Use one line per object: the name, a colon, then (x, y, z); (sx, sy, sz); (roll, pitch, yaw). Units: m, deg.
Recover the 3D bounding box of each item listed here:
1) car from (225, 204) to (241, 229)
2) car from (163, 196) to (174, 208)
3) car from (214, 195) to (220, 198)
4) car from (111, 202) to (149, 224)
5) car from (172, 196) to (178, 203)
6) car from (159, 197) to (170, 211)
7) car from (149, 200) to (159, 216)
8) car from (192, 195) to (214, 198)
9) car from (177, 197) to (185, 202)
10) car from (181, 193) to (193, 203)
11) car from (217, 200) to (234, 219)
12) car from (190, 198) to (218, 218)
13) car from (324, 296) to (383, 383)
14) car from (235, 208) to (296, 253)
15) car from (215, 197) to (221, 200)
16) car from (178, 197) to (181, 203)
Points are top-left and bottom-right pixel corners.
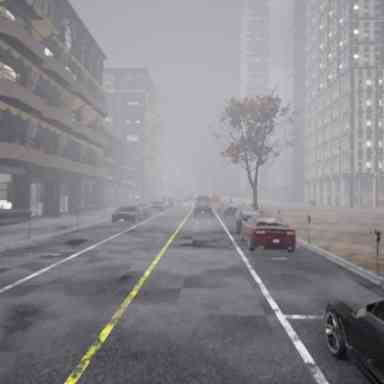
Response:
car: (3.312, 1.678, 19.806); (2.008, 1.369, 4.403); (1, 0, 2)
car: (-4.127, 1.697, 47.753); (1.752, 1.417, 4.829); (2, 0, 2)
car: (4.572, 1.583, 66.063); (2.150, 2.045, 5.566); (1, 0, 2)
car: (-4.875, 1.628, 25.658); (1.947, 1.339, 4.313); (2, 0, 2)
car: (-3.927, 1.516, 53.491); (2.192, 1.841, 5.009); (2, 0, 2)
car: (-4.310, 1.710, 42.357); (1.947, 1.339, 4.313); (2, 0, 2)
car: (-4.687, 1.640, 31.224); (2.008, 1.369, 4.403); (2, 0, 2)
car: (1.595, 1.457, 47.362); (2.150, 2.045, 5.566); (1, 0, 2)
car: (-2.804, 1.939, 86.888); (1.947, 1.339, 4.313); (2, 0, 2)
car: (-0.546, 1.351, 74.193); (2.150, 2.045, 5.566); (1, 0, 2)
car: (3.688, 1.732, 30.939); (2.008, 1.369, 4.403); (1, 0, 2)
car: (1.110, 1.653, 32.812); (2.128, 1.511, 4.902); (1, 0, 2)
car: (2.746, 1.614, 3.108); (1.947, 1.339, 4.313); (1, 0, 2)
car: (3.123, 1.645, 14.239); (1.887, 1.381, 4.507); (1, 0, 2)
car: (4.071, 1.763, 42.243); (1.752, 1.417, 4.829); (1, 0, 2)
car: (-3.180, 1.860, 75.755); (1.887, 1.381, 4.507); (2, 0, 2)
